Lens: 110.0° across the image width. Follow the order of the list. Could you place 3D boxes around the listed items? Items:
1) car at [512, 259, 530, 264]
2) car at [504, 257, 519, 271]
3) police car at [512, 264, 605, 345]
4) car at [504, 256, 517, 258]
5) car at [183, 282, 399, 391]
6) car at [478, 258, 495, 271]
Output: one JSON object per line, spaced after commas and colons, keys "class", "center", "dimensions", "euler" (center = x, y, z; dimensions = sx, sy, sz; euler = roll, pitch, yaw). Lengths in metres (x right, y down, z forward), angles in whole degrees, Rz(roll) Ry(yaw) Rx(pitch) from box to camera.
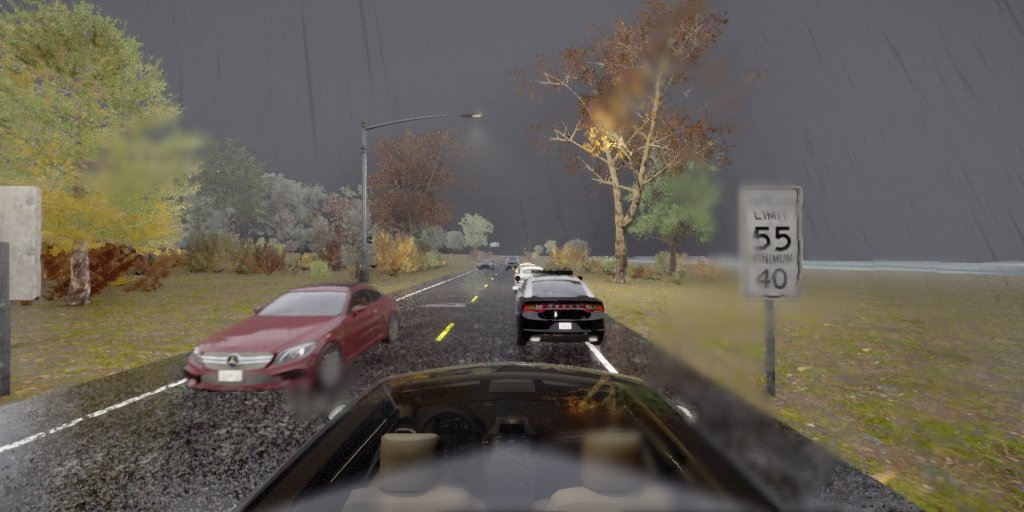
{"class": "car", "center": [1.068, 1.204, 25.720], "dimensions": [1.801, 1.575, 5.366], "euler": [0, 0, 0]}
{"class": "car", "center": [0.096, 1.247, 48.799], "dimensions": [1.837, 1.490, 4.892], "euler": [0, 0, 1]}
{"class": "police car", "center": [1.048, 1.175, 9.646], "dimensions": [1.930, 1.638, 5.238], "euler": [0, 0, 0]}
{"class": "car", "center": [0.096, 0.956, 61.981], "dimensions": [2.150, 2.045, 5.566], "euler": [0, 0, 0]}
{"class": "car", "center": [-3.601, 1.276, 6.917], "dimensions": [1.812, 1.442, 4.674], "euler": [0, 0, 0]}
{"class": "car", "center": [-3.529, 1.094, 49.318], "dimensions": [2.097, 1.767, 4.553], "euler": [0, 0, 0]}
